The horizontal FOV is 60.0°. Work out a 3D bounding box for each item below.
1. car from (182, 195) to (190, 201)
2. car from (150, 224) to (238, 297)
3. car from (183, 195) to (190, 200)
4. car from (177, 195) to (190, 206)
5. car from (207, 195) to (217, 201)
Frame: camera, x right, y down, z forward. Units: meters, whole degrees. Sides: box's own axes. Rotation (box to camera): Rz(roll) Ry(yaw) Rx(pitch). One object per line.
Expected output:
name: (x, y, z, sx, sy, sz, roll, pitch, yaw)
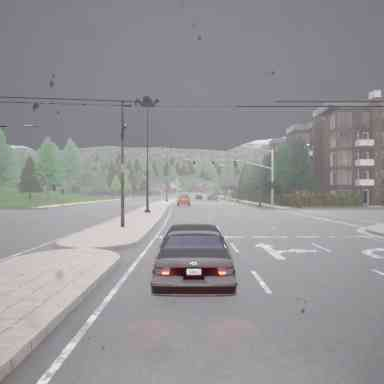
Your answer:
car: (-1.522, 1.517, 85.328, 1.812, 1.442, 4.674, 0, 0, 0)
car: (0.042, 1.547, 8.758, 2.033, 1.411, 5.357, 0, 0, 0)
car: (-1.546, 1.565, 95.643, 1.895, 1.301, 4.718, 0, 0, 0)
car: (-1.358, 1.348, 54.503, 2.097, 1.767, 4.553, 0, 0, -1)
car: (5.478, 1.534, 85.374, 2.033, 1.411, 5.357, 0, 0, 0)
